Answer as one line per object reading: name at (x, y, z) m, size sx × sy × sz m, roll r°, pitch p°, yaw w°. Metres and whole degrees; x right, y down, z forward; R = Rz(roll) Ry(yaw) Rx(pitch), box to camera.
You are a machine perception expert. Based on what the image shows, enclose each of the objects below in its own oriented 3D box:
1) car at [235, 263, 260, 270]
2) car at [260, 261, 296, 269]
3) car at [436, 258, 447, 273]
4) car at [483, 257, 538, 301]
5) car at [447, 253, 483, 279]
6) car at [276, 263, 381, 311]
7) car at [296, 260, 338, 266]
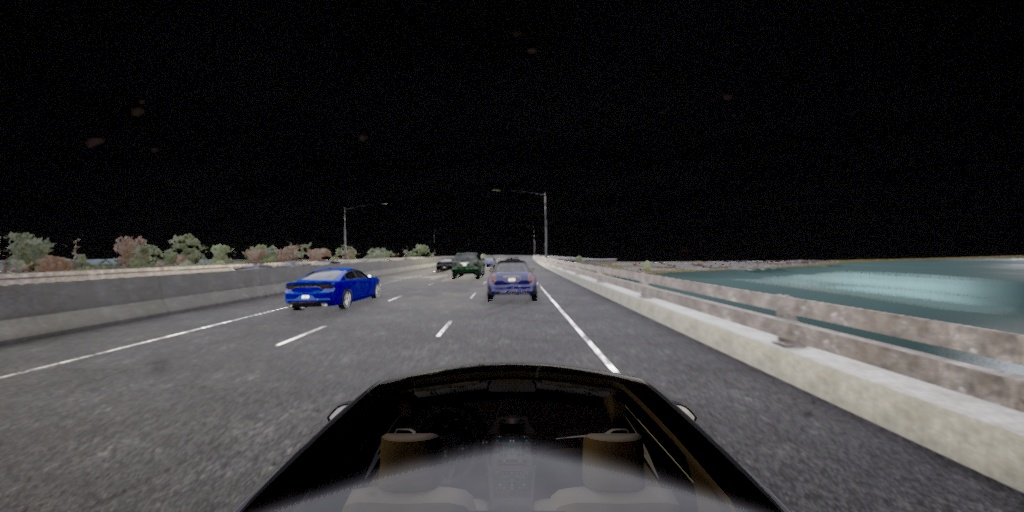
car at (-24.601, 1.385, 34.415) m, size 1.994 × 1.385 × 4.181 m, roll -1°, pitch 1°, yaw 1°
car at (-21.105, 1.256, 34.344) m, size 2.128 × 1.511 × 4.902 m, roll -1°, pitch 1°, yaw 1°
car at (-6.883, 0.965, 39.056) m, size 1.882 × 1.535 × 5.008 m, roll -1°, pitch 1°, yaw 1°
car at (0.002, 0.944, 16.580) m, size 2.097 × 1.767 × 4.553 m, roll -1°, pitch 0°, yaw 0°
car at (-3.475, 0.745, 29.187) m, size 2.150 × 2.045 × 5.566 m, roll -1°, pitch 1°, yaw 0°
car at (-6.985, 1.204, 14.576) m, size 1.882 × 1.535 × 5.008 m, roll -1°, pitch 1°, yaw 0°
car at (-17.620, 1.191, 33.669) m, size 1.882 × 1.535 × 5.008 m, roll -1°, pitch 1°, yaw 1°
